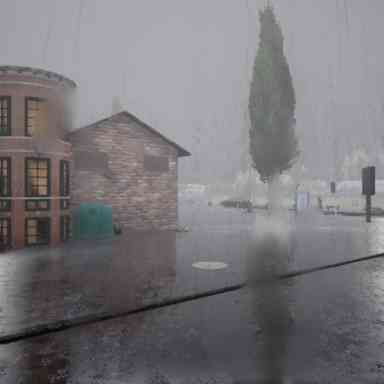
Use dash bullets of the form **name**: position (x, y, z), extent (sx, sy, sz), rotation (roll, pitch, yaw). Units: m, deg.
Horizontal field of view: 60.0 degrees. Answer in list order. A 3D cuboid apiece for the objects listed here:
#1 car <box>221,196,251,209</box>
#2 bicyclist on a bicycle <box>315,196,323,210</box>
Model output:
- **car**: position (6.025, 1.352, 46.053), extent (2.097, 1.767, 4.553), rotation (0, 0, -36)
- **bicyclist on a bicycle**: position (15.376, 1.349, 40.196), extent (1.656, 1.620, 0.582), rotation (0, 0, -36)
